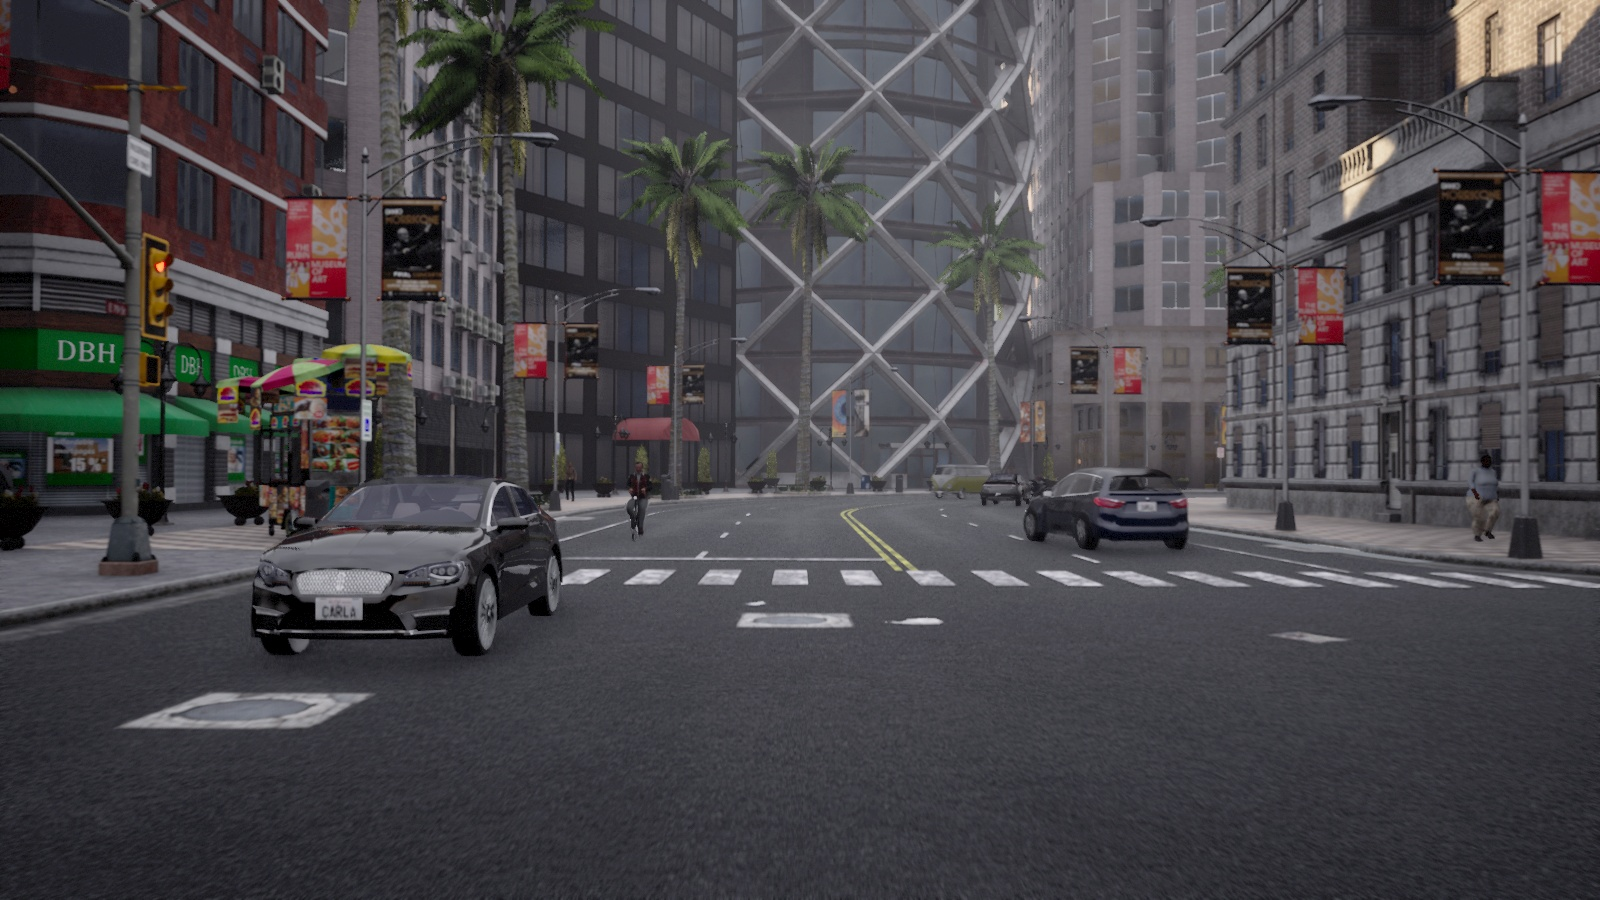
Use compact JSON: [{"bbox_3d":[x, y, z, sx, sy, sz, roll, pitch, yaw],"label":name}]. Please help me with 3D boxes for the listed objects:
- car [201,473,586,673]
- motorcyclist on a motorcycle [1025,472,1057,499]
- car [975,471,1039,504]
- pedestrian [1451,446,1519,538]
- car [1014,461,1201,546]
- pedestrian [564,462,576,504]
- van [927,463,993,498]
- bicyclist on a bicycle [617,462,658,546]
[{"bbox_3d":[-3.529,0.989,12.072,2.128,1.511,4.902,0,-1,0],"label":"car"},{"bbox_3d":[13.976,2.022,72.894,0.866,1.530,2.191,-1,-1,40],"label":"motorcyclist on a motorcycle"},{"bbox_3d":[9.818,1.730,59.255,2.128,1.511,4.902,-1,-1,20],"label":"car"},{"bbox_3d":[14.133,0.852,25.921,0.874,1.855,0.900,0,-1,-1],"label":"pedestrian"},{"bbox_3d":[6.483,1.090,27.118,2.242,1.667,4.611,0,-1,-10],"label":"car"},{"bbox_3d":[-10.186,1.450,55.665,0.331,1.846,0.634,0,-1,10],"label":"pedestrian"},{"bbox_3d":[9.267,1.753,72.556,1.775,1.987,4.442,-1,-1,38],"label":"van"},{"bbox_3d":[-3.567,1.166,27.649,0.659,1.776,1.843,0,-1,0],"label":"bicyclist on a bicycle"}]
